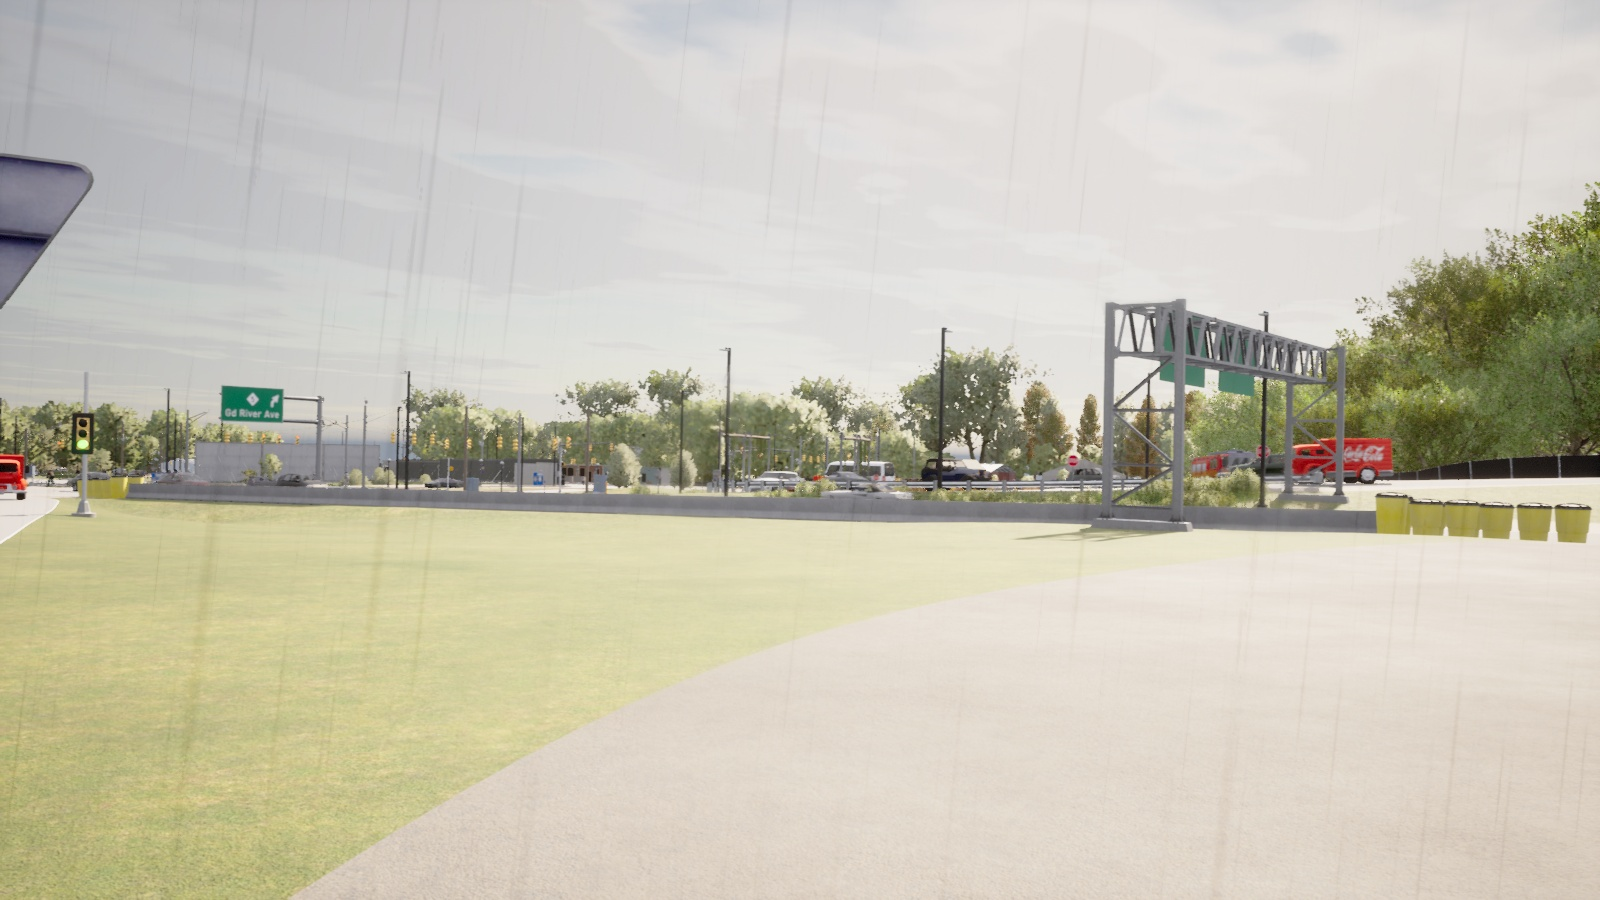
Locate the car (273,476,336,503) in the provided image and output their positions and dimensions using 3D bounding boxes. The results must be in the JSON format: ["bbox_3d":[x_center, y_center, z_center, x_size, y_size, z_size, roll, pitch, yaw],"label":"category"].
[{"bbox_3d":[-31.924,2.519,80.859,3.988,1.617,1.851,-1,-1,34],"label":"car"}]

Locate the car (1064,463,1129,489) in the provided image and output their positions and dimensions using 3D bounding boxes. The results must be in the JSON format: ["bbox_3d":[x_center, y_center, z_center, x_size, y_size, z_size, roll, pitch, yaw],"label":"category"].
[{"bbox_3d":[21.044,1.818,89.054,3.988,1.617,1.851,-4,-3,35],"label":"car"}]

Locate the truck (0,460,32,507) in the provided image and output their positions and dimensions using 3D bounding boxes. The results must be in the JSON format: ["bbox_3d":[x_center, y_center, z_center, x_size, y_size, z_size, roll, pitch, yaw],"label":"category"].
[{"bbox_3d":[-43.670,1.844,68.639,2.627,2.467,5.204,1,-2,-34],"label":"truck"}]

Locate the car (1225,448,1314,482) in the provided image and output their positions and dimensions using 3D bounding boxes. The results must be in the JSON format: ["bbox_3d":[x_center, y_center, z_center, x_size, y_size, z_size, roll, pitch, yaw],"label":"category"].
[{"bbox_3d":[32.220,1.053,86.169,5.566,2.045,2.150,-3,-3,23],"label":"car"}]

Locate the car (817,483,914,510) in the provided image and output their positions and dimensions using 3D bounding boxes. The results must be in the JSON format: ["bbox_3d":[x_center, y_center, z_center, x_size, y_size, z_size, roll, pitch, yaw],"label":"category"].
[{"bbox_3d":[3.383,2.377,65.254,4.718,1.301,1.895,-1,-1,34],"label":"car"}]

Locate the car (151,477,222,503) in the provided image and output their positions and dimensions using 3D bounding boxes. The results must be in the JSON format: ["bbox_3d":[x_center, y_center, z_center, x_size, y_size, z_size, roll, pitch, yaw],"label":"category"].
[{"bbox_3d":[-40.174,2.599,82.248,4.856,1.649,2.033,-1,-1,34],"label":"car"}]

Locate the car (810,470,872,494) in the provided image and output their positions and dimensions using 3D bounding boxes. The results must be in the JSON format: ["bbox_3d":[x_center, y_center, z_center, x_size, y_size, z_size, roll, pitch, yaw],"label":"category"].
[{"bbox_3d":[2.606,2.078,80.669,1.994,1.385,4.181,1,-3,-32],"label":"car"}]

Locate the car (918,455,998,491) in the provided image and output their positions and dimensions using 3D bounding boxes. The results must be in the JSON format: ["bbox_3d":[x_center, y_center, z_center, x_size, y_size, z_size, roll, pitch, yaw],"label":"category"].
[{"bbox_3d":[8.678,1.265,69.212,3.866,1.878,1.905,-3,-2,34],"label":"car"}]

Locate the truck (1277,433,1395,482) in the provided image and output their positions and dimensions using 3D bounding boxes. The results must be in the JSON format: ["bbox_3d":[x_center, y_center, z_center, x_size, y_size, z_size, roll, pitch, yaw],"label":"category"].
[{"bbox_3d":[28.791,0.400,67.612,5.204,2.467,2.627,-2,0,1],"label":"truck"}]
